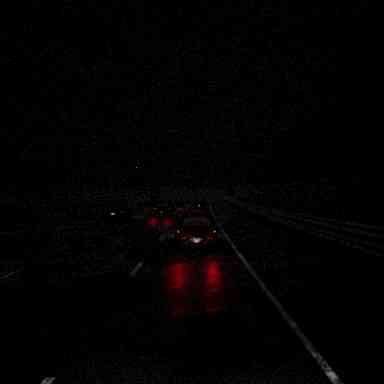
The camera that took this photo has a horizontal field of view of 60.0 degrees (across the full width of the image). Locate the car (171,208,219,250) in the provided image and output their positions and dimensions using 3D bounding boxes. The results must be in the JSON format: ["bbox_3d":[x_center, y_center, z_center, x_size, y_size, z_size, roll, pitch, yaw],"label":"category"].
[{"bbox_3d":[0.208,1.700,15.200,1.812,1.442,4.674,0,0,1],"label":"car"}]

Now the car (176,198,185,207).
[{"bbox_3d":[-2.232,1.605,52.099,1.812,1.442,4.674,0,1,3],"label":"car"}]

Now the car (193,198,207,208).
[{"bbox_3d":[1.118,1.609,48.676,1.837,1.490,4.892,0,0,2],"label":"car"}]

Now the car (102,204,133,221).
[{"bbox_3d":[-6.518,1.780,29.585,1.994,1.385,4.181,0,0,1],"label":"car"}]

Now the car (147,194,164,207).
[{"bbox_3d":[-5.703,1.297,52.932,2.150,2.045,5.566,0,1,3],"label":"car"}]

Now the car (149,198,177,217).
[{"bbox_3d":[-2.886,1.725,34.358,1.812,1.442,4.674,0,0,2],"label":"car"}]
